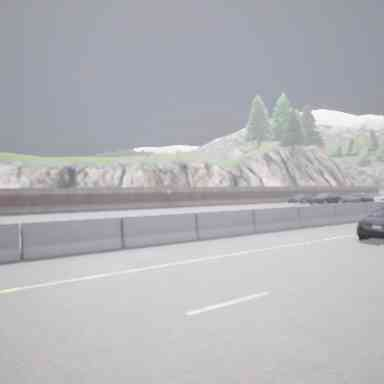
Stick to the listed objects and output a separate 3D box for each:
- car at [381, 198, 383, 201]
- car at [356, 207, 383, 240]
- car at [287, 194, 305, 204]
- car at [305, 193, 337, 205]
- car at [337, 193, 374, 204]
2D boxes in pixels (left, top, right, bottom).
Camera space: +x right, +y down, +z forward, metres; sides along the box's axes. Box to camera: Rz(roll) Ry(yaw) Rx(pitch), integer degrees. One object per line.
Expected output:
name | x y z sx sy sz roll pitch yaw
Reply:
car | 22.593 0.859 36.651 4.674 1.442 1.812 -1 1 -36
car | 8.840 1.307 14.069 4.181 1.385 1.994 -1 1 -34
car | 14.484 0.887 43.754 4.181 1.385 1.994 -1 1 -35
car | 16.513 0.816 40.893 5.008 1.535 1.882 -1 1 -35
car | 19.286 0.847 38.586 4.892 1.490 1.837 -1 1 -36
